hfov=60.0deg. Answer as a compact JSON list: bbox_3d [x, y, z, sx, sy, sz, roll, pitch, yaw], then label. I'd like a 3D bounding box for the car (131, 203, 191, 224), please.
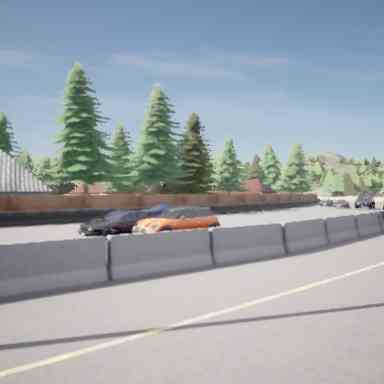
[{"bbox_3d":[-2.617,1.822,28.759,5.008,1.535,1.882,0,-1,-41],"label":"car"}]

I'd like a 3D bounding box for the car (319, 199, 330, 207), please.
[{"bbox_3d":[24.141,1.937,59.351,2.128,1.511,4.902,-1,-1,34],"label":"car"}]

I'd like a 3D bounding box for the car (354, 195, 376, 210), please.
[{"bbox_3d":[25.705,1.540,49.292,2.150,2.045,5.566,-1,-1,37],"label":"car"}]

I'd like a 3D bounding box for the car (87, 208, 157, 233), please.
[{"bbox_3d":[-4.666,1.858,22.515,4.181,1.385,1.994,0,-1,-39],"label":"car"}]

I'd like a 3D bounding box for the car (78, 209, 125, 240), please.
[{"bbox_3d":[-3.560,1.792,18.878,5.357,1.411,2.033,0,-1,-38],"label":"car"}]

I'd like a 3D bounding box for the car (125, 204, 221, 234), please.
[{"bbox_3d":[-0.697,1.547,16.747,4.553,1.767,2.097,0,-1,-39],"label":"car"}]

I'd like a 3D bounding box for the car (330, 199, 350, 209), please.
[{"bbox_3d":[23.643,1.896,52.458,1.812,1.442,4.674,-1,-1,36],"label":"car"}]
